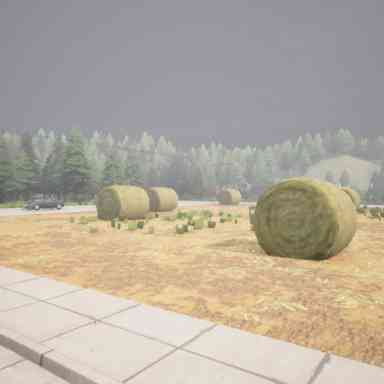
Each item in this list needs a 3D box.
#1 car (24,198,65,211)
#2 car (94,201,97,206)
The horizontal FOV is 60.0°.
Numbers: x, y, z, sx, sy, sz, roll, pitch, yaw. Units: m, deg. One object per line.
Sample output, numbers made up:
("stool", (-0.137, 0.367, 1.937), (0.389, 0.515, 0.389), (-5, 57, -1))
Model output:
("car", (-18.323, 1.499, 41.437), (2.128, 1.511, 4.902), (0, 0, 36))
("car", (-12.271, 1.598, 49.601), (1.895, 1.301, 4.718), (0, 0, 37))
